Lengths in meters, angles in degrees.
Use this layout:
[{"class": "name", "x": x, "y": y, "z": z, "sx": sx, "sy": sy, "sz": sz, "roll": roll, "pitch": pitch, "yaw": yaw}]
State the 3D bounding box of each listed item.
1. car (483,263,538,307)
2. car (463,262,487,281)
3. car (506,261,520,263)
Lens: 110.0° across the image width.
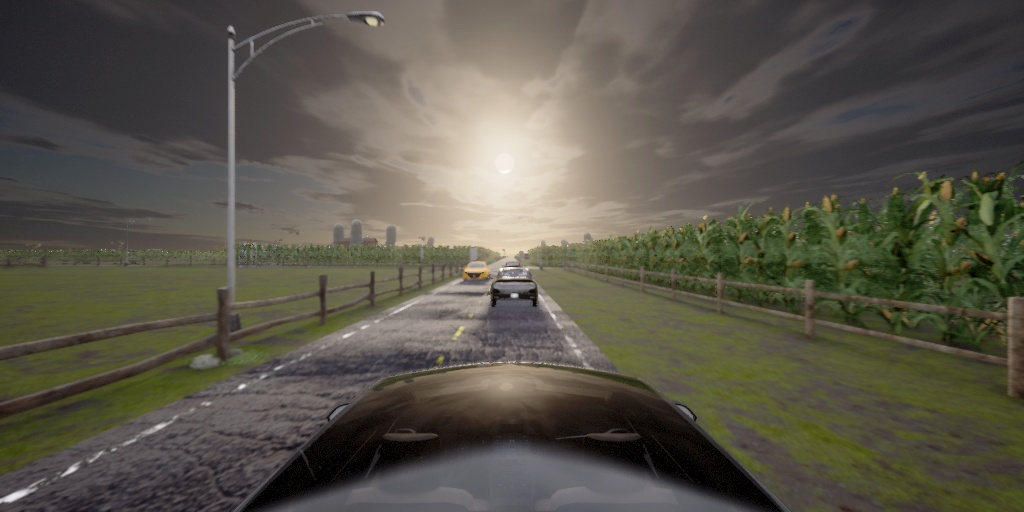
[{"class": "car", "x": 0.090, "y": 1.238, "z": 15.529, "sx": 2.128, "sy": 1.511, "sz": 4.902, "roll": 0, "pitch": 0, "yaw": 0}, {"class": "car", "x": -2.863, "y": 1.217, "z": 29.643, "sx": 1.882, "sy": 1.535, "sz": 5.008, "roll": 0, "pitch": 0, "yaw": 0}, {"class": "car", "x": 0.077, "y": 1.242, "z": 33.227, "sx": 1.837, "sy": 1.490, "sz": 4.892, "roll": 0, "pitch": 0, "yaw": 0}]
